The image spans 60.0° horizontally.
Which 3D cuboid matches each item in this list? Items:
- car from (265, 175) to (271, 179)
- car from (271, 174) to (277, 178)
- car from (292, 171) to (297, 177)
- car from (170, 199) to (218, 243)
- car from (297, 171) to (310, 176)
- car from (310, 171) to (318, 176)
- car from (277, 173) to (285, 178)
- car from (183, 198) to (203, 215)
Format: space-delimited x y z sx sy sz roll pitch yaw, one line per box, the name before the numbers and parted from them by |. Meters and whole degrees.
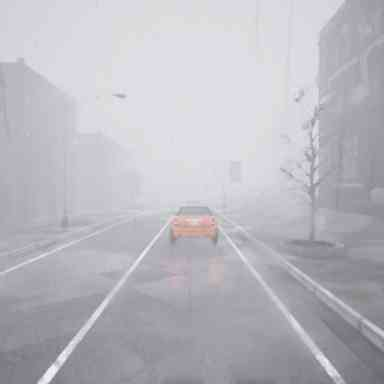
car | 21.860 -3.983 88.953 2.231 1.521 4.892 0 1 -1
car | 22.094 -3.846 83.411 2.002 1.452 4.674 0 1 -2
car | 22.914 -3.807 72.368 2.185 1.767 4.553 0 1 -5
car | 0.101 1.345 16.276 2.097 1.767 4.553 0 0 0
car | 23.534 -3.546 66.678 2.163 1.488 4.792 0 1 -6
car | 24.237 -3.434 61.204 2.002 1.452 4.674 0 1 -7
car | 22.446 -3.783 77.874 2.097 1.535 5.008 0 1 -4
car | 0.100 1.463 35.030 1.882 1.535 5.008 0 0 0
